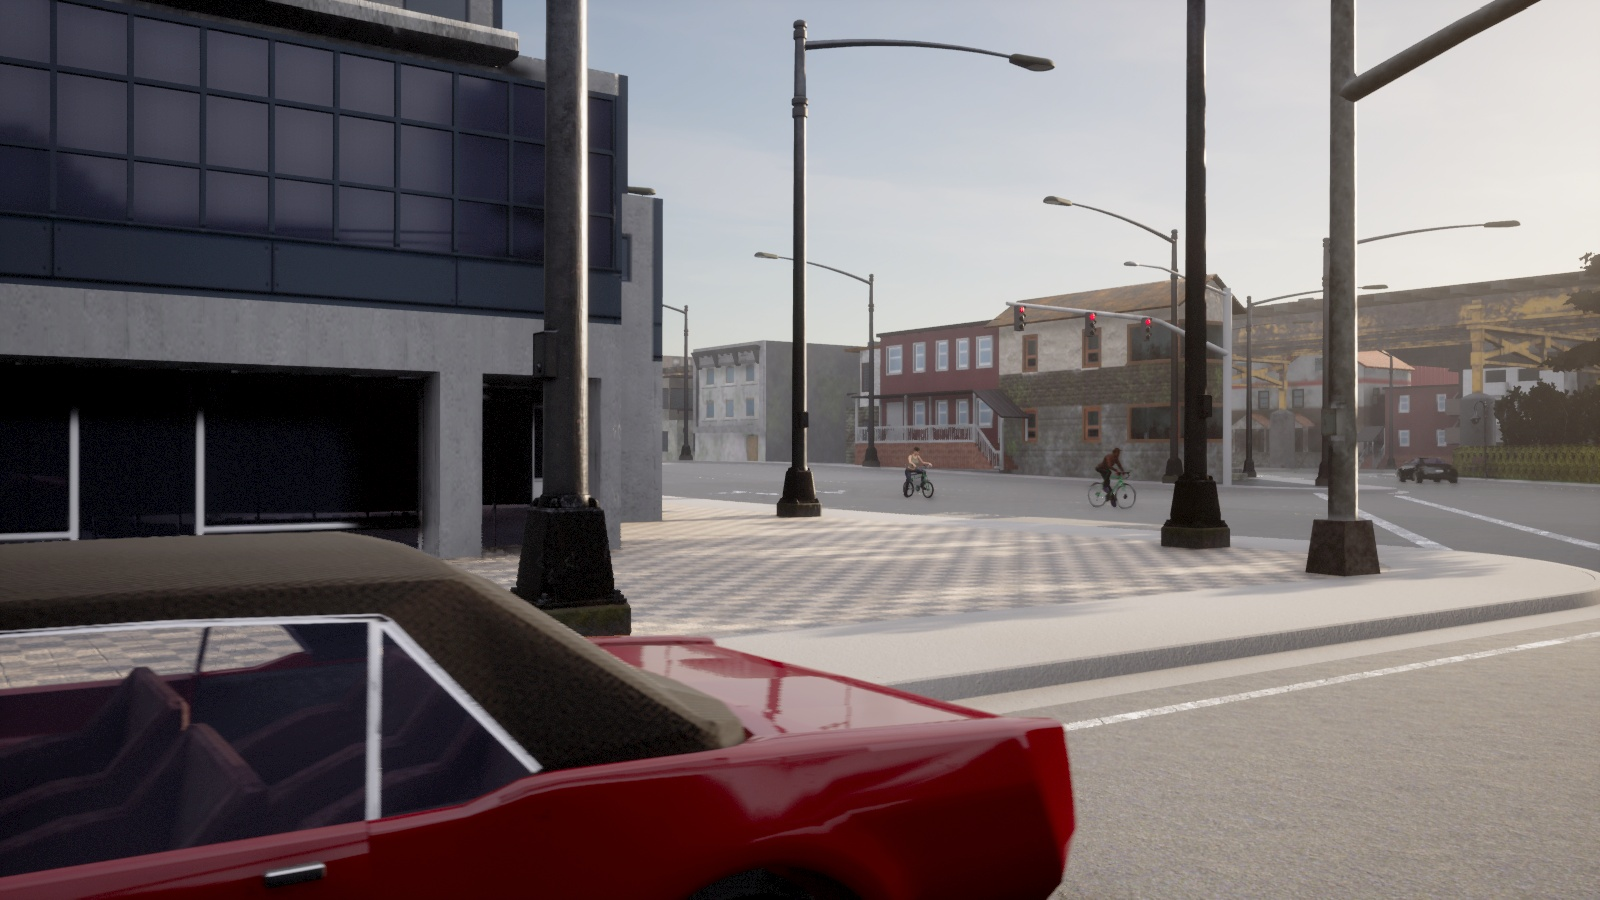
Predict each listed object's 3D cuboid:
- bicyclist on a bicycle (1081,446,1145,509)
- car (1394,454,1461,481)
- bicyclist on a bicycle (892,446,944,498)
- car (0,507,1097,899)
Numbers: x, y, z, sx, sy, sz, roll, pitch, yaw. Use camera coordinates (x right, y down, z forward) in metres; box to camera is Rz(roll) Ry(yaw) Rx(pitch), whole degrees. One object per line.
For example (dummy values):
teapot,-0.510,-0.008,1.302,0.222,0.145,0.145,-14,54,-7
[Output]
bicyclist on a bicycle,8.279,0.717,33.288,0.582,1.620,1.656,0,1,-35
car,32.828,0.900,65.827,1.994,1.385,4.181,0,0,10
bicyclist on a bicycle,3.736,0.686,39.698,0.866,1.612,1.509,0,0,-35
car,-1.771,0.855,2.426,4.718,1.301,1.895,0,0,-35
